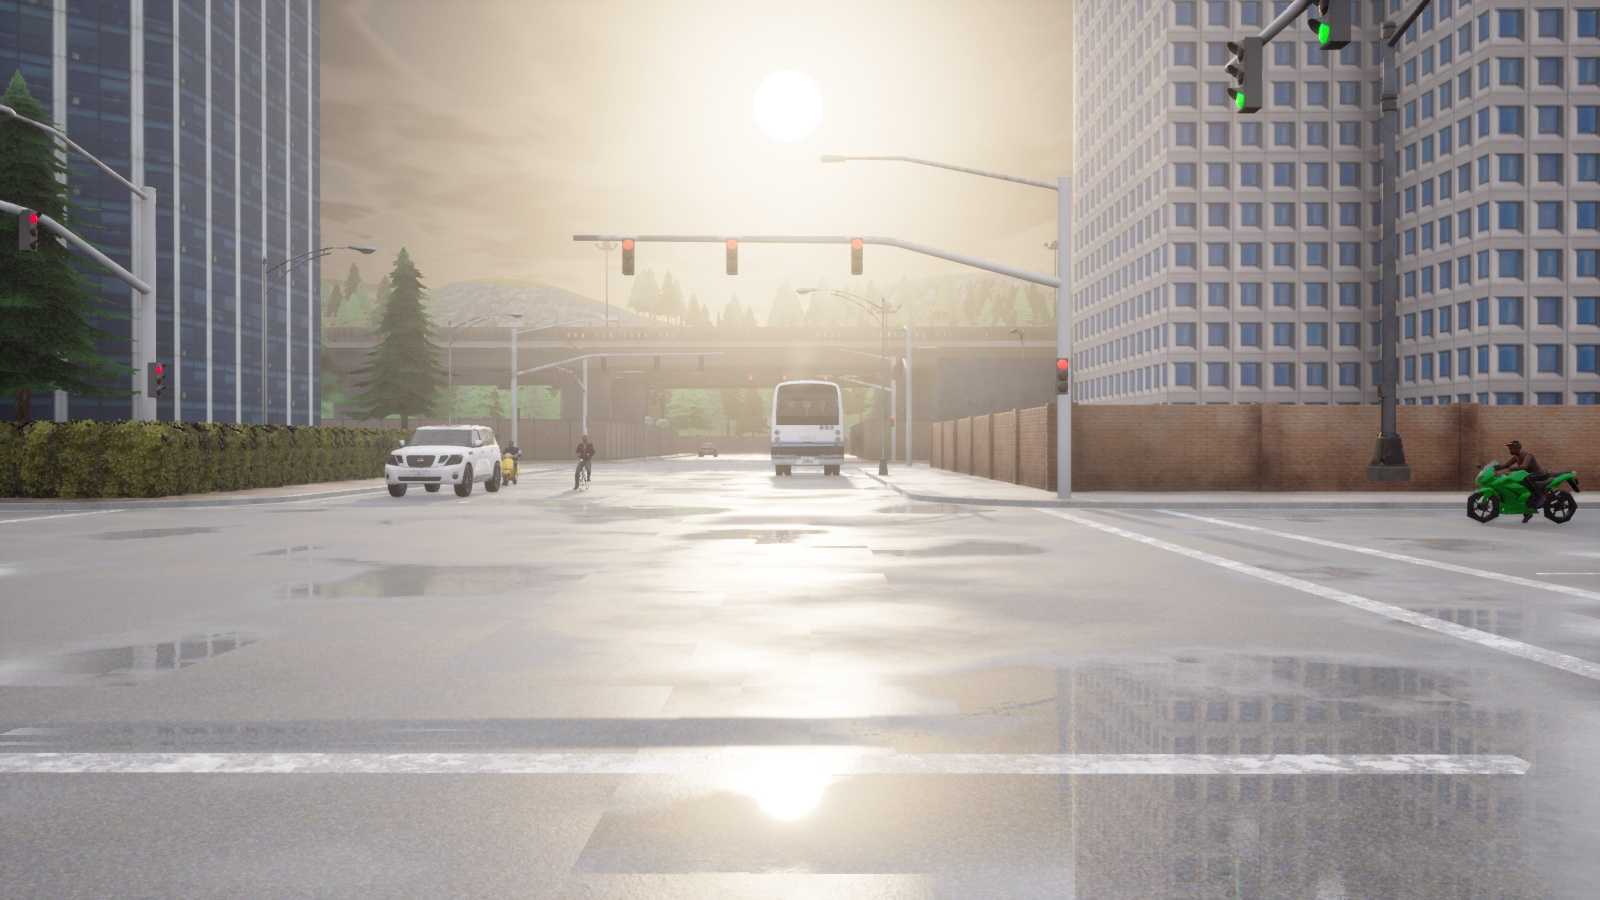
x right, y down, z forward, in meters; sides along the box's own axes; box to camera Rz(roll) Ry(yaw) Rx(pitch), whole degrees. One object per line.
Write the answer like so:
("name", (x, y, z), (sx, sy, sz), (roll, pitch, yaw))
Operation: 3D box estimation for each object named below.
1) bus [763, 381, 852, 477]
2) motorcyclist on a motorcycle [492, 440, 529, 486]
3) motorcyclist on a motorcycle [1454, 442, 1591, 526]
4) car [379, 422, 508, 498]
("bus", (0.368, -0.972, 60.677), (3.944, 4.253, 10.273), (0, 0, 0))
("motorcyclist on a motorcycle", (-10.227, 0.441, 44.414), (0.866, 1.590, 1.817), (0, 0, 0))
("motorcyclist on a motorcycle", (13.195, 0.610, 22.974), (2.044, 1.523, 0.797), (0, 0, 1))
("car", (-10.274, 0.250, 36.693), (2.150, 2.045, 5.566), (0, 0, 0))
